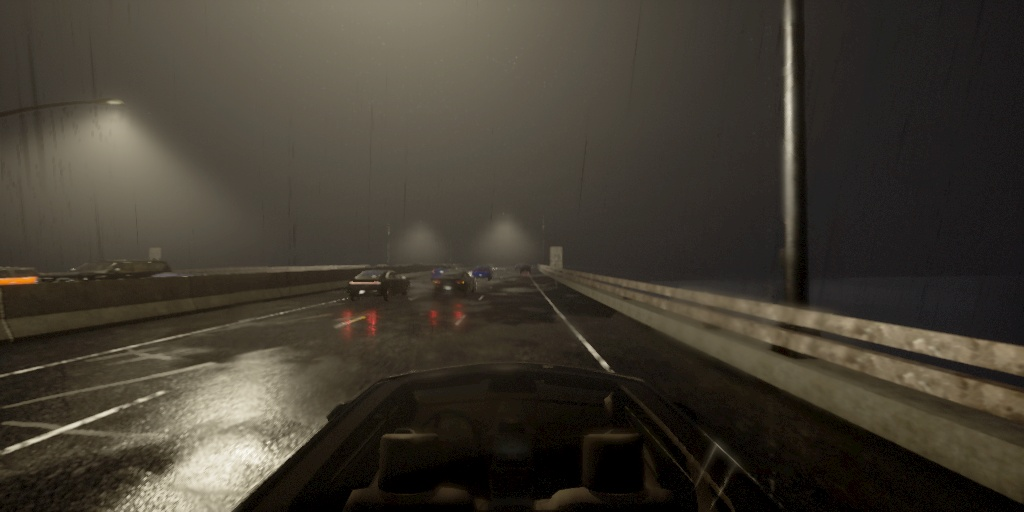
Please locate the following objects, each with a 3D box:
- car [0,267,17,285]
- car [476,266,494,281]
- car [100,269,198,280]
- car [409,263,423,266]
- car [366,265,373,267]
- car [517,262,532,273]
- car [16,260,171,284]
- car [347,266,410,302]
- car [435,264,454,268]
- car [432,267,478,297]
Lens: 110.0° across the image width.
[{"bbox_3d":[-24.525,1.303,16.347,2.097,1.767,4.553,0,-1,1],"label":"car"},{"bbox_3d":[-3.012,1.726,37.360,1.882,1.535,5.008,0,-1,1],"label":"car"},{"bbox_3d":[-17.507,1.544,18.320,1.994,1.385,4.181,0,-1,1],"label":"car"},{"bbox_3d":[-16.478,1.968,61.708,2.097,1.767,4.553,0,-1,3],"label":"car"},{"bbox_3d":[-23.514,2.161,60.402,1.994,1.385,4.181,0,-1,2],"label":"car"},{"bbox_3d":[2.182,2.068,58.567,1.837,1.490,4.892,0,-1,2],"label":"car"},{"bbox_3d":[-21.003,1.211,18.861,2.150,2.045,5.566,0,-1,1],"label":"car"},{"bbox_3d":[-6.803,1.477,18.759,2.128,1.511,4.902,0,-1,1],"label":"car"},{"bbox_3d":[-6.543,1.580,35.877,2.097,1.767,4.553,0,-1,1],"label":"car"},{"bbox_3d":[-3.278,1.541,20.900,1.812,1.442,4.674,0,-1,1],"label":"car"}]
